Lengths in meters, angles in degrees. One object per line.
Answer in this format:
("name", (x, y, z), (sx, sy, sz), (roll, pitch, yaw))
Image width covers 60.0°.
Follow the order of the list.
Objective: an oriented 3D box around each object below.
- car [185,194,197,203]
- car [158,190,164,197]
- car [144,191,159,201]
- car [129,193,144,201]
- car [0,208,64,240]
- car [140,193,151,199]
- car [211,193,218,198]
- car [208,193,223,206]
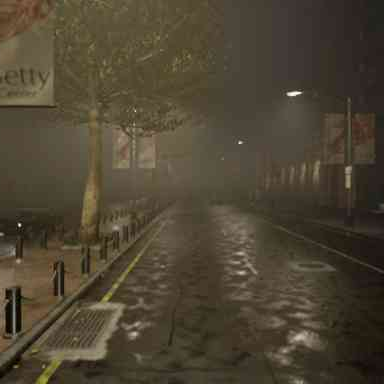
("car", (-0.143, 1.085, 55.898), (1.882, 1.535, 5.008), (0, 0, 0))
("car", (-8.372, 0.629, 85.073), (2.150, 2.045, 5.566), (0, 0, 0))
("car", (-8.302, 1.015, 69.272), (1.837, 1.490, 4.892), (0, 0, 0))
("car", (-11.802, 1.068, 69.257), (1.994, 1.385, 4.181), (0, 0, 0))
("car", (-8.135, 1.485, 16.448), (1.895, 1.301, 4.718), (0, 0, 0))
("car", (-11.872, 0.929, 85.090), (2.128, 1.511, 4.902), (0, 0, 0))
("car", (6.338, 0.935, 94.086), (1.895, 1.301, 4.718), (0, 0, 0))
("car", (3.392, 1.207, 48.377), (2.033, 1.411, 5.357), (0, 0, 0))
